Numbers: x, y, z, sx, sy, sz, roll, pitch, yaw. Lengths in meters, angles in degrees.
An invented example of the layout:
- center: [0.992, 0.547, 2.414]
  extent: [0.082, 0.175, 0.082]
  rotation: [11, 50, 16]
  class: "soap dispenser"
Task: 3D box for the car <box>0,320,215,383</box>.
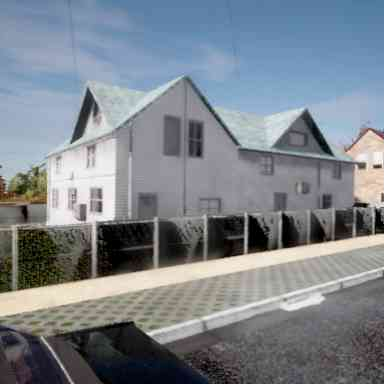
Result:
- center: [-2.035, 1.604, 1.617]
  extent: [4.718, 1.301, 1.895]
  rotation: [0, 0, -35]
  class: "car"
